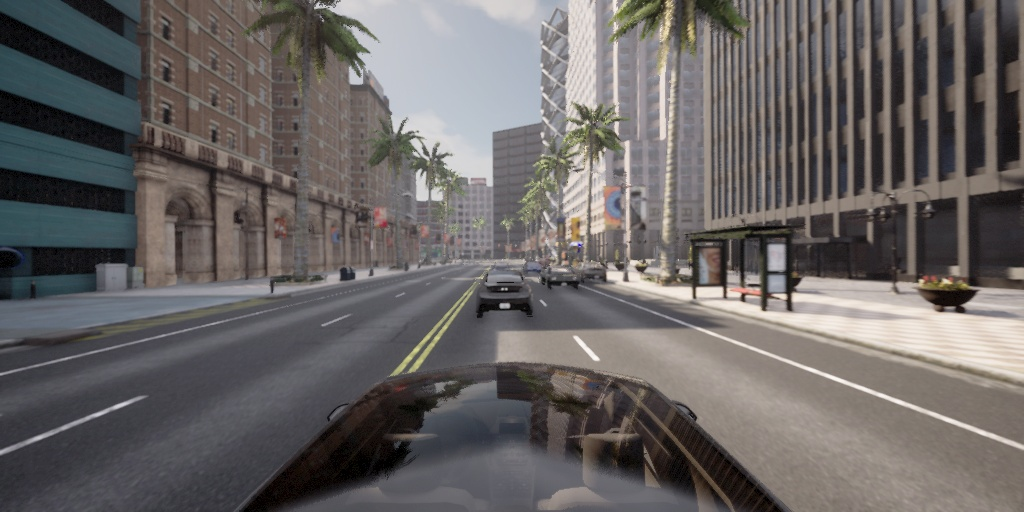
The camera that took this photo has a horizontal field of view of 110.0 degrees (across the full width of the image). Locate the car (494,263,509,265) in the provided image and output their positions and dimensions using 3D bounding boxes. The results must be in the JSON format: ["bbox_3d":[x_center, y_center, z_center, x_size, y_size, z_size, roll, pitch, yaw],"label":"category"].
[{"bbox_3d":[-1.114,1.333,37.217,1.895,1.301,4.718,0,0,-2],"label":"car"}]

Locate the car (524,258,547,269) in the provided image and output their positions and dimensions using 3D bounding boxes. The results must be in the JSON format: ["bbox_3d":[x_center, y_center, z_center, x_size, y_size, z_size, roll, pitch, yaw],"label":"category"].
[{"bbox_3d":[2.275,1.255,40.419,2.033,1.411,5.357,0,0,-2],"label":"car"}]

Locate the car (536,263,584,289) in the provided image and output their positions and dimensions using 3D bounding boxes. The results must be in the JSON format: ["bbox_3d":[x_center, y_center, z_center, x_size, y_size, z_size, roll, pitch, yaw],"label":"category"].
[{"bbox_3d":[2.904,1.317,22.680,1.895,1.301,4.718,0,0,-2],"label":"car"}]

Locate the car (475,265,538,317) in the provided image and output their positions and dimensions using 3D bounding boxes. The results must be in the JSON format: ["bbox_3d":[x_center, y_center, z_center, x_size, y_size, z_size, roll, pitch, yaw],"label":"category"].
[{"bbox_3d":[-0.289,1.249,13.212,1.837,1.490,4.892,0,0,-2],"label":"car"}]
